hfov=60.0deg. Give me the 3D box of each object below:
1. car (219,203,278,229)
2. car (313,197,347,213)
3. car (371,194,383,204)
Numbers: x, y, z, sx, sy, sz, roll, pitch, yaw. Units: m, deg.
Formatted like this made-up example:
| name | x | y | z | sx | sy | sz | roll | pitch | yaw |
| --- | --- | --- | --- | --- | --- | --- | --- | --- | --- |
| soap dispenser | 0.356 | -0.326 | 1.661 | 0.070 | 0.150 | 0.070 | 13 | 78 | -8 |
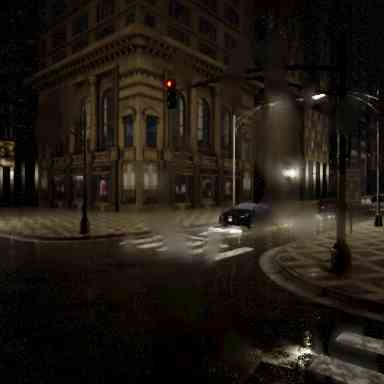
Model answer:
| name | x | y | z | sx | sy | sz | roll | pitch | yaw |
| --- | --- | --- | --- | --- | --- | --- | --- | --- | --- |
| car | 3.402 | 1.331 | 19.761 | 1.994 | 1.385 | 4.181 | 0 | 1 | 41 |
| car | 12.677 | 1.150 | 30.427 | 1.994 | 1.385 | 4.181 | 0 | 1 | 41 |
| car | 26.099 | 0.900 | 45.718 | 1.994 | 1.385 | 4.181 | 0 | 1 | 41 |
